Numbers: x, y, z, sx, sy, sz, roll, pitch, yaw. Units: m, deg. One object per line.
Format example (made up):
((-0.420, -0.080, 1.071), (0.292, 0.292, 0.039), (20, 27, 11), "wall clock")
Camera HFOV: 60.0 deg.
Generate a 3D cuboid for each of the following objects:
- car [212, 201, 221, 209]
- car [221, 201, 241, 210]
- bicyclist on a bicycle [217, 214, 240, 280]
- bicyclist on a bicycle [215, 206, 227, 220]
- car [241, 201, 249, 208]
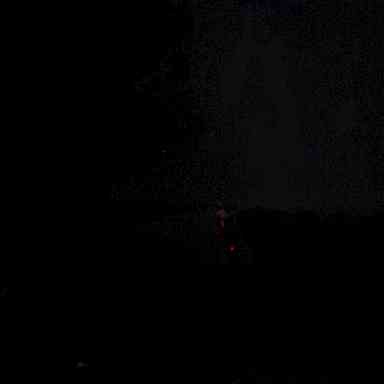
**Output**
((4.967, 2.367, 61.972), (1.882, 1.535, 5.008), (0, -1, 15), "car")
((6.513, 2.250, 54.867), (1.837, 1.490, 4.892), (0, -1, 13), "car")
((1.089, 1.526, 9.242), (0.582, 1.620, 1.656), (0, -1, 2), "bicyclist on a bicycle")
((1.719, 1.621, 19.017), (0.866, 1.612, 1.509), (0, -1, 4), "bicyclist on a bicycle")
((11.128, 2.686, 72.732), (2.033, 1.411, 5.357), (0, -1, 18), "car")
